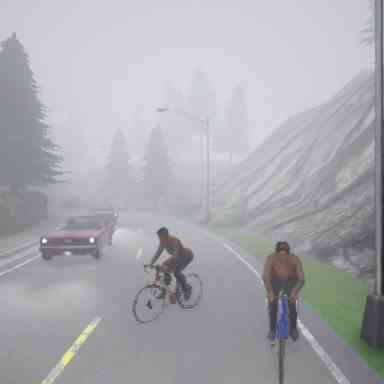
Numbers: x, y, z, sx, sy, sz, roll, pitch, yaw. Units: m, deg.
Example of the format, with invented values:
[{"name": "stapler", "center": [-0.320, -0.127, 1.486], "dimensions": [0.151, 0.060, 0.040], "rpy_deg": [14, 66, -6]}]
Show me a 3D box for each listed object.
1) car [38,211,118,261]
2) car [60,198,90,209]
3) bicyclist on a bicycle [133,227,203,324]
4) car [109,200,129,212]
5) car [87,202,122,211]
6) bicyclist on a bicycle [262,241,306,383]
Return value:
[{"name": "car", "center": [-4.098, 1.601, 12.533], "dimensions": [1.895, 1.301, 4.718], "rpy_deg": [0, 0, -6]}, {"name": "car", "center": [-15.820, 1.547, 45.359], "dimensions": [5.357, 1.411, 2.033], "rpy_deg": [0, 0, 37]}, {"name": "bicyclist on a bicycle", "center": [-0.390, 1.453, 6.061], "dimensions": [1.656, 1.620, 0.582], "rpy_deg": [-2, 1, -44]}, {"name": "car", "center": [-8.670, 1.563, 37.846], "dimensions": [1.994, 1.385, 4.181], "rpy_deg": [0, 0, -31]}, {"name": "car", "center": [-6.339, 1.601, 23.738], "dimensions": [1.895, 1.301, 4.718], "rpy_deg": [0, 0, -17]}, {"name": "bicyclist on a bicycle", "center": [1.214, 1.451, 4.423], "dimensions": [0.582, 1.620, 1.656], "rpy_deg": [0, 1, 17]}]
